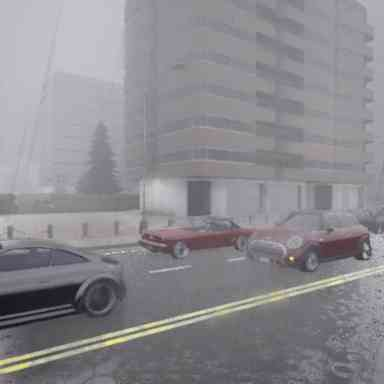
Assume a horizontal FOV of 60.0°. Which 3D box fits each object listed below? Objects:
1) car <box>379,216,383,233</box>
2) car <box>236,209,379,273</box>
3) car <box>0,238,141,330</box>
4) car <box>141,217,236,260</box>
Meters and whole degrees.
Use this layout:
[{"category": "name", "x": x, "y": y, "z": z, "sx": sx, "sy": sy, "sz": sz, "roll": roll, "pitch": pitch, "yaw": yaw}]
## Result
[{"category": "car", "x": 9.136, "y": 1.702, "z": 19.085, "sx": 5.357, "sy": 1.411, "sz": 2.033, "roll": 1, "pitch": 0, "yaw": -35}, {"category": "car", "x": 3.970, "y": 1.432, "z": 11.116, "sx": 4.553, "sy": 1.767, "sz": 2.097, "roll": 0, "pitch": 0, "yaw": -35}, {"category": "car", "x": -3.311, "y": 1.569, "z": 5.928, "sx": 4.181, "sy": 1.385, "sz": 1.994, "roll": 1, "pitch": 0, "yaw": -35}, {"category": "car", "x": 0.380, "y": 1.665, "z": 12.856, "sx": 4.718, "sy": 1.301, "sz": 1.895, "roll": 1, "pitch": 0, "yaw": -35}]
